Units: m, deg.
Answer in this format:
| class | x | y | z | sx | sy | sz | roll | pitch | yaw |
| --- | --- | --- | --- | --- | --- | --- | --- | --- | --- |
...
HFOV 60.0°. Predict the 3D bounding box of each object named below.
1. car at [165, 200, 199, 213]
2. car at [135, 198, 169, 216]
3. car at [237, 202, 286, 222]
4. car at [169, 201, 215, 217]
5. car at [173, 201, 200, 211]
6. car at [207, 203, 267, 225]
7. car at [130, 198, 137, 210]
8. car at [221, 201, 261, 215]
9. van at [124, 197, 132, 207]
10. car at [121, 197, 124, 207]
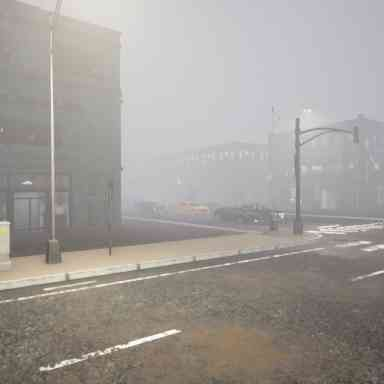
| class | x | y | z | sx | sy | sz | roll | pitch | yaw |
| --- | --- | --- | --- | --- | --- | --- | --- | --- | --- |
| car | -1.411 | 1.871 | 43.712 | 2.128 | 1.511 | 4.902 | -1 | 0 | -35 |
| car | -4.433 | 1.845 | 37.956 | 1.967 | 1.590 | 4.097 | -1 | 0 | -35 |
| car | 5.686 | 1.713 | 28.208 | 2.128 | 1.511 | 4.902 | -1 | 0 | -35 |
| car | -0.111 | 1.814 | 36.372 | 1.882 | 1.535 | 5.008 | -1 | 0 | -36 |
| car | -0.805 | 1.965 | 47.324 | 1.802 | 1.307 | 4.206 | -2 | 0 | -35 |
| car | 3.510 | 1.814 | 26.575 | 1.947 | 1.339 | 4.313 | -1 | 0 | -35 |
| car | -6.105 | 1.930 | 44.821 | 1.882 | 1.535 | 5.008 | -1 | 0 | -35 |
| car | 5.606 | 1.809 | 38.301 | 2.008 | 1.369 | 4.403 | -2 | 0 | -35 |
| van | -10.431 | 1.906 | 60.859 | 1.690 | 1.788 | 3.998 | -1 | 0 | -35 |
| car | -13.639 | 1.939 | 65.370 | 2.192 | 1.841 | 5.009 | -1 | 0 | -35 |
